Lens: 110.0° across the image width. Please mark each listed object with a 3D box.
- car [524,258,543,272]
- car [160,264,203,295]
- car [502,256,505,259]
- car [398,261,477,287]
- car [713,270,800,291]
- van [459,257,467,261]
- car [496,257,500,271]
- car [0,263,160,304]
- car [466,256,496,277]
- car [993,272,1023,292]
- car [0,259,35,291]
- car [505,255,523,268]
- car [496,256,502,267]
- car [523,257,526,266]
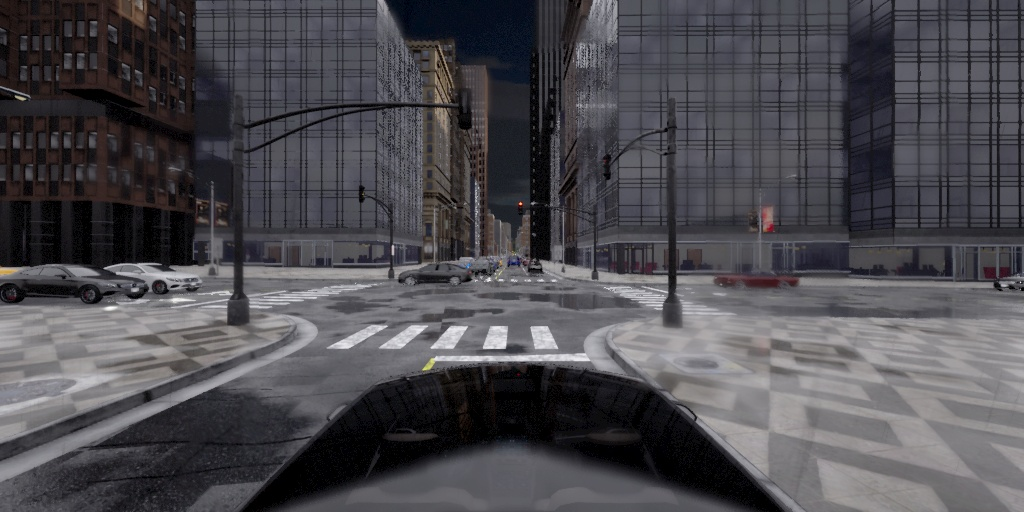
[{"bbox_3d":[2.834,1.283,44.673,1.948,1.339,4.313,0,0,0],"label":"car"},{"bbox_3d":[-17.762,1.052,17.377,4.674,1.442,1.812,1,0,0],"label":"car"},{"bbox_3d":[-2.792,1.161,63.943,1.882,1.535,5.008,0,0,1],"label":"car"},{"bbox_3d":[-5.082,1.243,24.010,4.892,1.490,1.837,0,0,0],"label":"car"},{"bbox_3d":[16.183,1.603,23.922,4.718,1.301,1.895,1,0,0],"label":"car"},{"bbox_3d":[-5.691,1.058,44.719,1.690,1.789,3.998,0,0,0],"label":"van"},{"bbox_3d":[-2.932,1.195,44.629,1.882,1.535,5.008,0,0,1],"label":"car"},{"bbox_3d":[-17.234,1.046,14.121,4.674,1.442,1.812,1,0,-1],"label":"car"},{"bbox_3d":[-2.966,1.080,35.508,2.097,1.767,4.553,0,0,0],"label":"car"},{"bbox_3d":[35.236,1.751,23.823,4.902,1.511,2.128,1,0,0],"label":"car"},{"bbox_3d":[-26.907,0.886,17.418,5.008,1.535,1.882,1,0,1],"label":"car"},{"bbox_3d":[0.350,0.913,60.555,2.150,2.045,5.566,0,0,0],"label":"car"},{"bbox_3d":[-2.876,1.208,54.094,1.837,1.490,4.892,0,0,0],"label":"car"},{"bbox_3d":[2.926,1.270,61.621,1.802,1.307,4.207,0,0,0],"label":"car"}]
